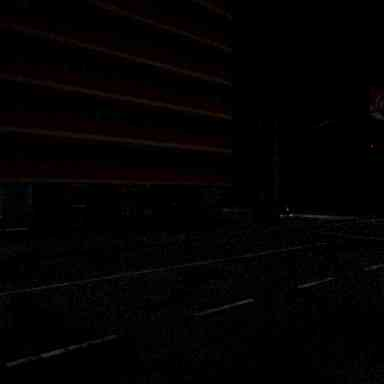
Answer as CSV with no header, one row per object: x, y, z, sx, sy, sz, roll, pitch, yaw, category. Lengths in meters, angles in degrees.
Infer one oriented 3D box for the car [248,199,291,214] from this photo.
8.145,1.491,35.316,2.128,1.511,4.902,0,0,-36,car
